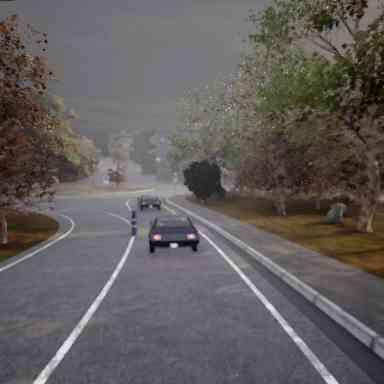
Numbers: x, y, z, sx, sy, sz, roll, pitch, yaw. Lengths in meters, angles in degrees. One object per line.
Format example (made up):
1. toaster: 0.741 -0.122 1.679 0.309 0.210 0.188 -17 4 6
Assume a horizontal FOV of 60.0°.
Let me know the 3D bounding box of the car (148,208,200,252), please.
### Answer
1. car: -0.862 1.594 14.071 1.895 1.301 4.718 -1 1 -6

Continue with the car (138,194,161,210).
1. car: -4.169 0.877 31.816 1.895 1.301 4.718 -1 4 -13
